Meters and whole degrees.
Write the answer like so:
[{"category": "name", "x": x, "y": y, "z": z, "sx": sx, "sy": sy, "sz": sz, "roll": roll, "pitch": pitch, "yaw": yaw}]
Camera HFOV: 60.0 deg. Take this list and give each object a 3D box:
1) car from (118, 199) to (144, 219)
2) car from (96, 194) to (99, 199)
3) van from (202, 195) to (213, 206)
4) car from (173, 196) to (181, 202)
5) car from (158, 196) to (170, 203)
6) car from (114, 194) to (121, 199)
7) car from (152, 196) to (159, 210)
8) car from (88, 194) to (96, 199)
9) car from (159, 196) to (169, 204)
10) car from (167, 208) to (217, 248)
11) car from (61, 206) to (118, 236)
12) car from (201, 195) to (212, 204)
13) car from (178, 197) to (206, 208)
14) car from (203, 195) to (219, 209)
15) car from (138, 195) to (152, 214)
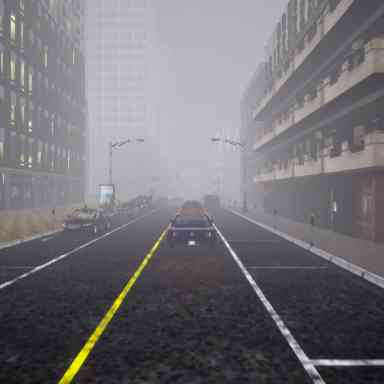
[{"category": "car", "x": -5.693, "y": 1.580, "z": 29.310, "sx": 1.802, "sy": 1.307, "sz": 4.206, "roll": 0, "pitch": 0, "yaw": 0}, {"category": "car", "x": -27.478, "y": 1.092, "z": 90.822, "sx": 4.313, "sy": 1.339, "sz": 1.947, "roll": 1, "pitch": -1, "yaw": -1}, {"category": "van", "x": 2.687, "y": 1.349, "z": 57.066, "sx": 1.690, "sy": 1.788, "sz": 3.998, "roll": 0, "pitch": 0, "yaw": 0}, {"category": "car", "x": -3.002, "y": 1.504, "z": 70.884, "sx": 1.895, "sy": 1.301, "sz": 4.718, "roll": 0, "pitch": 0, "yaw": 0}, {"category": "car", "x": -5.693, "y": 1.579, "z": 67.862, "sx": 1.947, "sy": 1.339, "sz": 4.313, "roll": 0, "pitch": 0, "yaw": 0}, {"category": "car", "x": -22.032, "y": 1.153, "z": 90.971, "sx": 4.829, "sy": 1.417, "sz": 1.752, "roll": 1, "pitch": -1, "yaw": -1}, {"category": "car", "x": -5.693, "y": 1.316, "z": 40.412, "sx": 2.192, "sy": 1.841, "sz": 5.009, "roll": 0, "pitch": 0, "yaw": 0}, {"category": "car", "x": -27.370, "y": 0.862, "z": 82.446, "sx": 5.009, "sy": 1.841, "sz": 2.192, "roll": 1, "pitch": -1, "yaw": -1}, {"category": "car", "x": -5.693, "y": 1.576, "z": 62.616, "sx": 1.947, "sy": 1.339, "sz": 4.313, "roll": 0, "pitch": 0, "yaw": 0}, {"category": "car", "x": -0.001, "y": 1.614, "z": 14.680, "sx": 1.895, "sy": 1.301, "sz": 4.718, "roll": 0, "pitch": 0, "yaw": 0}, {"category": "car", "x": -5.693, "y": 1.548, "z": 18.207, "sx": 2.008, "sy": 1.369, "sz": 4.403, "roll": 0, "pitch": 0, "yaw": 0}, {"category": "car", "x": 2.687, "y": 1.450, "z": 62.617, "sx": 1.967, "sy": 1.590, "sz": 4.097, "roll": 0, "pitch": 0, "yaw": 0}, {"category": "car", "x": -0.001, "y": 1.484, "z": 29.650, "sx": 1.882, "sy": 1.535, "sz": 5.008, "roll": 0, "pitch": 0, "yaw": 0}, {"category": "car", "x": 2.687, "y": 1.318, "z": 45.964, "sx": 2.192, "sy": 1.841, "sz": 5.009, "roll": 0, "pitch": 0, "yaw": 0}, {"category": "car", "x": -5.694, "y": 1.440, "z": 34.861, "sx": 1.967, "sy": 1.590, "sz": 4.097, "roll": 0, "pitch": 0, "yaw": 0}]
